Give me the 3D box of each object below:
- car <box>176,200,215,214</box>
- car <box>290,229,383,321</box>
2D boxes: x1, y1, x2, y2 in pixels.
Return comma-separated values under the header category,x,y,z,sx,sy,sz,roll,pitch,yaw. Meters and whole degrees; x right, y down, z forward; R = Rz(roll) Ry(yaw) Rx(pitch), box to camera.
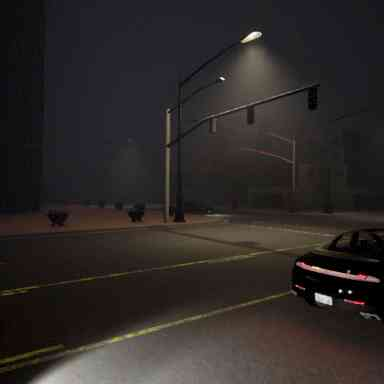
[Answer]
category,x,y,z,sx,sy,sz,roll,pitch,yaw
car,0.243,1.624,36.043,2.033,1.411,5.357,1,-1,-35
car,4.082,1.503,6.717,4.902,1.511,2.128,0,0,-35
